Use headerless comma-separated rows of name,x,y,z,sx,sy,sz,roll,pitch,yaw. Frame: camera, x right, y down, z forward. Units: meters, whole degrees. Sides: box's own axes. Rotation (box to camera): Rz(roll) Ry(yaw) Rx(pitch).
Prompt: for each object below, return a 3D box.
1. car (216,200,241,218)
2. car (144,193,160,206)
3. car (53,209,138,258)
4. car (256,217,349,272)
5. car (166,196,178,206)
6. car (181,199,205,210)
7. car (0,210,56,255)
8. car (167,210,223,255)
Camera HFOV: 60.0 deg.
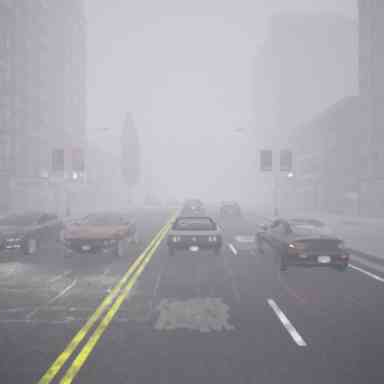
car,3.346,1.513,30.592,2.128,1.511,4.902,0,0,0
car,-6.556,1.235,55.382,2.150,2.045,5.566,0,0,1
car,-3.351,1.488,12.984,1.882,1.535,5.008,0,0,0
car,3.338,1.535,10.710,1.812,1.442,4.674,0,0,0
car,-3.309,1.493,55.446,1.882,1.535,5.008,0,0,0
car,0.097,1.373,30.355,2.097,1.767,4.553,0,0,0
car,-6.601,1.516,13.332,1.837,1.490,4.892,0,0,0
car,0.090,1.612,13.402,1.895,1.301,4.718,0,0,0
